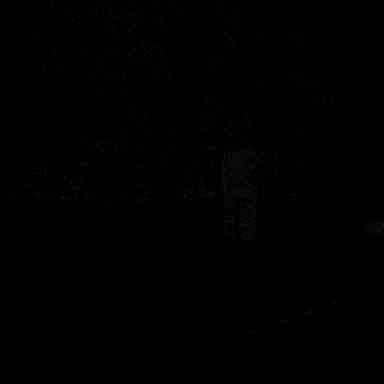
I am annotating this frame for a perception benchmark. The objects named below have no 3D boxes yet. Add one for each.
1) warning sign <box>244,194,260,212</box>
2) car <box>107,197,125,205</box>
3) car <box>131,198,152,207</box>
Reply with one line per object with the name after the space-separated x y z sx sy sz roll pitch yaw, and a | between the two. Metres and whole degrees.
6.328 1.100 35.270 1.300 1.860 1.060 0 0 -35 | warning sign
-13.670 1.658 59.511 1.994 1.385 4.181 0 0 -35 | car
-7.854 1.583 51.299 1.812 1.442 4.674 0 0 -34 | car
